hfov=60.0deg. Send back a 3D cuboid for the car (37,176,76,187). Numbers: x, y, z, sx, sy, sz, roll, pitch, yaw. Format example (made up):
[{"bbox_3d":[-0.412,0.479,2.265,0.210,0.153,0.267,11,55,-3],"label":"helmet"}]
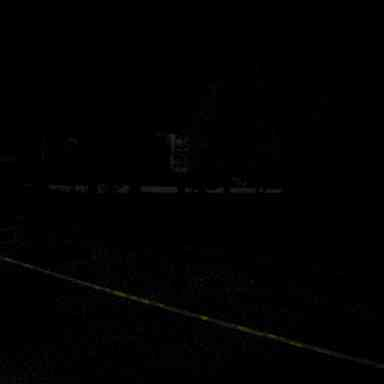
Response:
[{"bbox_3d":[-20.034,-1.435,49.708,2.033,1.411,5.357,6,4,37],"label":"car"}]

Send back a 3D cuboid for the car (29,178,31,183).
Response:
[{"bbox_3d":[-22.814,-1.818,51.801,2.128,1.511,4.902,6,4,37],"label":"car"}]
